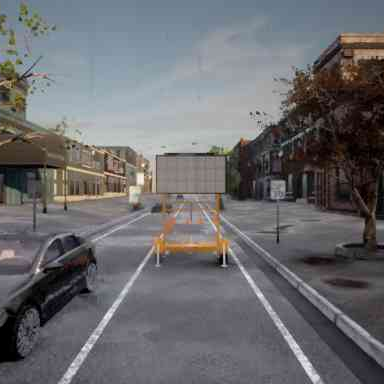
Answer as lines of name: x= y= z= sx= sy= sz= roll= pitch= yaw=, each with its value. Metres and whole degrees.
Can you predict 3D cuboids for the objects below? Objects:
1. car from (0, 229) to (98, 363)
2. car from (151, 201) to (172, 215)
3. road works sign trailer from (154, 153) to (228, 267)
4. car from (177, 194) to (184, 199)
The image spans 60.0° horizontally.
car: x=-3.114 y=1.492 z=5.979 sx=2.128 sy=1.511 sz=4.902 roll=0 pitch=0 yaw=0
car: x=-3.088 y=1.604 z=34.190 sx=1.895 sy=1.301 sz=4.718 roll=0 pitch=0 yaw=0
road works sign trailer: x=-0.028 y=0.465 z=11.411 sx=2.380 sy=3.560 sz=2.880 roll=0 pitch=0 yaw=0
car: x=-3.238 y=1.195 z=91.334 sx=1.895 sy=1.301 sz=4.718 roll=0 pitch=1 yaw=0
